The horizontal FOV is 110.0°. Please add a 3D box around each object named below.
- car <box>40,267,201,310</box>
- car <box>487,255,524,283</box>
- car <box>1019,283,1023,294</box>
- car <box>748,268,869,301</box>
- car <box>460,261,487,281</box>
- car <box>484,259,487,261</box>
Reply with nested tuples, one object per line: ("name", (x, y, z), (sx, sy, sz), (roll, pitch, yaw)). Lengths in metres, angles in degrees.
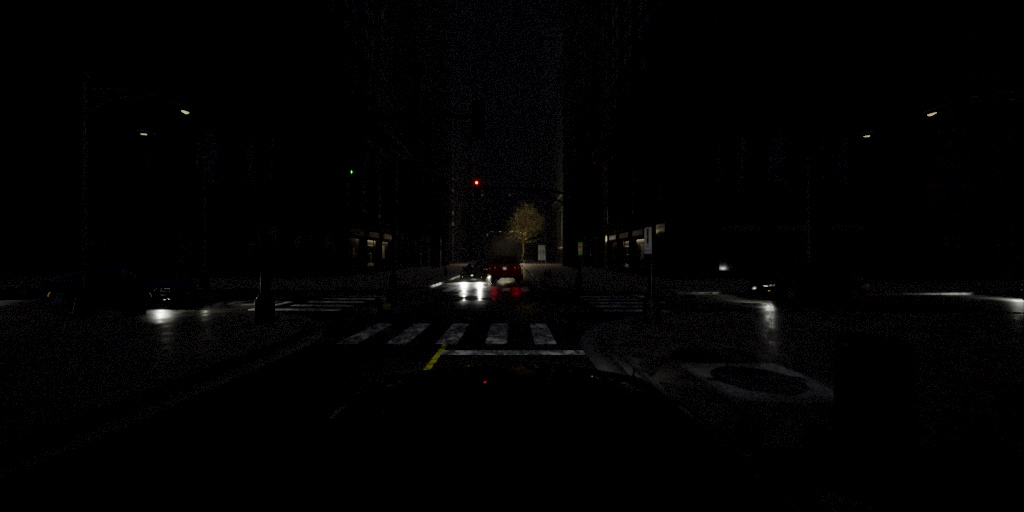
("car", (-14.903, 1.176, 13.820), (5.008, 1.535, 1.882), (0, 0, 2))
("car", (-0.331, 0.972, 27.905), (2.150, 2.045, 5.566), (0, 0, 4))
("car", (27.305, 1.339, 16.985), (4.892, 1.490, 1.837), (-1, 0, 0))
("car", (13.930, 1.303, 17.003), (4.892, 1.490, 1.837), (1, 0, 0))
("car", (-3.082, 1.314, 29.605), (1.994, 1.385, 4.181), (0, 0, 0))
("car", (-3.077, 1.232, 38.676), (1.882, 1.535, 5.008), (0, 0, 0))
